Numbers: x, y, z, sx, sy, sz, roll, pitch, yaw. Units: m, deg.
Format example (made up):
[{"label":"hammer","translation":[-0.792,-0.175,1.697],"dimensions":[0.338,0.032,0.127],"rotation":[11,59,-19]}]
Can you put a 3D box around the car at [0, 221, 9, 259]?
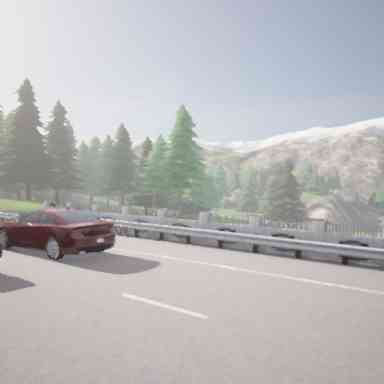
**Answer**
[{"label":"car","translation":[-7.170,1.422,8.988],"dimensions":[4.718,1.301,1.895],"rotation":[1,1,35]}]

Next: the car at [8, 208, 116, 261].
[{"label":"car","translation":[-4.833,1.302,11.625],"dimensions":[5.008,1.535,1.882],"rotation":[1,1,35]}]
